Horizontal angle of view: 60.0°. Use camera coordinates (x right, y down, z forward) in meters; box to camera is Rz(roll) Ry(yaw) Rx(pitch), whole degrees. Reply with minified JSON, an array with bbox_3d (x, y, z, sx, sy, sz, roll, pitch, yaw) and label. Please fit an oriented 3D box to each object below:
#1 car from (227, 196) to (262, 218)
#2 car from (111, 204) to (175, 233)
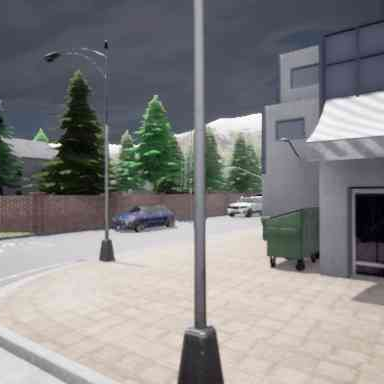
[{"bbox_3d":[5.795,1.489,34.407,2.150,2.045,5.566,0,0,36],"label":"car"},{"bbox_3d":[-3.211,1.624,22.256,2.097,1.767,4.553,0,0,37],"label":"car"}]
